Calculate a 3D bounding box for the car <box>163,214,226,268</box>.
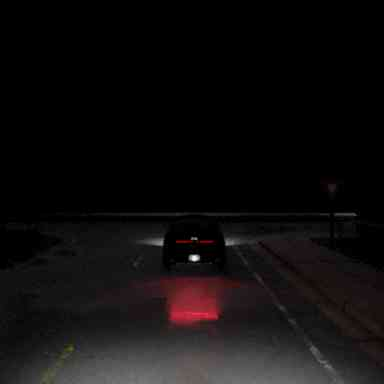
[{"bbox_3d":[0.068,1.517,11.302,1.837,1.490,4.892,0,0,0],"label":"car"}]
